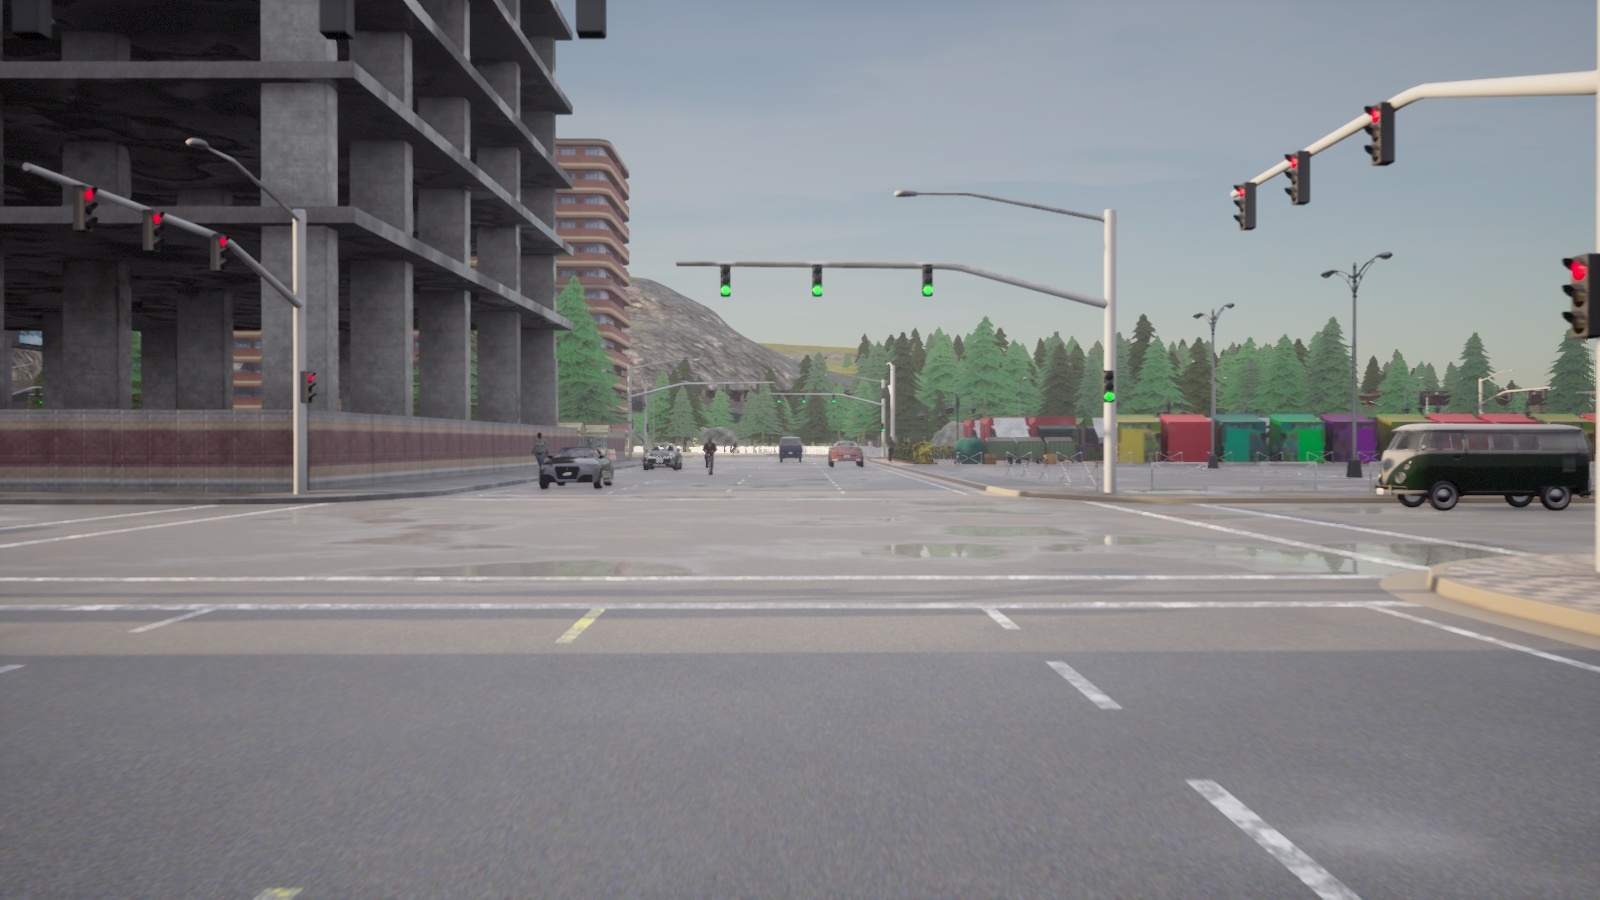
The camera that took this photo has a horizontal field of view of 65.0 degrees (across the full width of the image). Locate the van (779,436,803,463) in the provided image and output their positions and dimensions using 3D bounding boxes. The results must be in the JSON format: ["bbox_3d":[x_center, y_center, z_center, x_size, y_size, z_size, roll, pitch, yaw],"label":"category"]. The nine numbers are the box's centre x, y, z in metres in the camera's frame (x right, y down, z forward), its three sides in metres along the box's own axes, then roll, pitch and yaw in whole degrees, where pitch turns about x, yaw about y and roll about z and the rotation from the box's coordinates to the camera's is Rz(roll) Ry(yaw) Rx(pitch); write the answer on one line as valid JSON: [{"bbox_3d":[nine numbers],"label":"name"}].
[{"bbox_3d":[-0.681,-0.047,96.837,1.775,1.987,4.442,0,0,0],"label":"van"}]

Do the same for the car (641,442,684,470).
[{"bbox_3d":[-7.573,0.316,69.236,1.970,1.475,3.806,0,0,0],"label":"car"}]

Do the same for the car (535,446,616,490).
[{"bbox_3d":[-7.470,0.568,42.163,1.994,1.385,4.181,0,0,0],"label":"car"}]

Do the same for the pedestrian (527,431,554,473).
[{"bbox_3d":[-11.567,0.077,55.967,0.874,1.855,0.900,0,0,11],"label":"pedestrian"}]

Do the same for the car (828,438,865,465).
[{"bbox_3d":[2.888,0.080,79.266,2.152,1.651,5.027,0,0,0],"label":"car"}]

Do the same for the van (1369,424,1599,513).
[{"bbox_3d":[15.752,0.403,28.967,4.442,1.987,1.775,0,0,0],"label":"van"}]
